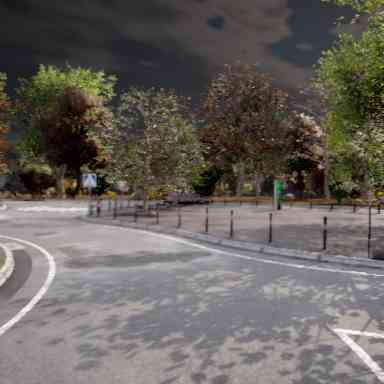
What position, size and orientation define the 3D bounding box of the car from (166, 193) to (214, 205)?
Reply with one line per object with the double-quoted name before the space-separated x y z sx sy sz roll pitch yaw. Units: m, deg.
"car" -0.253 0.769 37.380 5.357 1.411 2.033 1 1 16
